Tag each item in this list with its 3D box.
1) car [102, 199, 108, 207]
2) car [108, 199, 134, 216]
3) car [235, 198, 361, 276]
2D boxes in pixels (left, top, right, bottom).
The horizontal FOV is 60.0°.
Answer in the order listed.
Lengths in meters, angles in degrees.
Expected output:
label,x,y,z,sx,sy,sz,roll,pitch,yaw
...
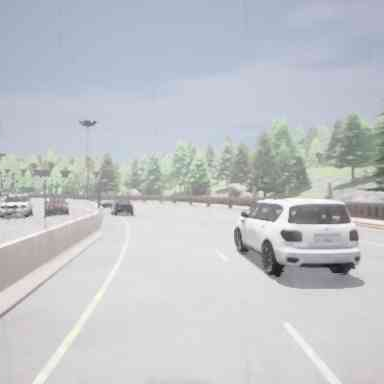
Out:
label,x,y,z,sx,sy,sz,roll,pitch,yaw
car,-13.293,1.642,50.211,1.895,1.301,4.718,0,0,-31
car,-6.983,1.526,33.318,1.837,1.490,4.892,0,0,-19
car,2.923,1.210,10.496,2.150,2.045,5.566,0,0,-6
